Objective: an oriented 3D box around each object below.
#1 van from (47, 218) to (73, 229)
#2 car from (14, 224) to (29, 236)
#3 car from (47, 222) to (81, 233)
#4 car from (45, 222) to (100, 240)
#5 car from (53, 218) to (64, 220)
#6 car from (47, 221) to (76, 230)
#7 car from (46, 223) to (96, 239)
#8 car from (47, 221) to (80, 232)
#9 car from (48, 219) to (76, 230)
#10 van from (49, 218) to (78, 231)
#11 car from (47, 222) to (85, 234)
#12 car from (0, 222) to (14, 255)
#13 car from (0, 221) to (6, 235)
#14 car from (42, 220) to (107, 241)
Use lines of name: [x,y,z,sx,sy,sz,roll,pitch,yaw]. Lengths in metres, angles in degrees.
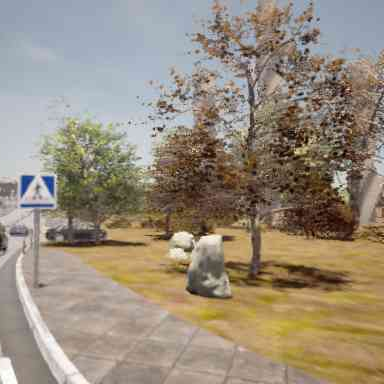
van: [-24.988,5.980,63.108,4.442,1.987,1.878,1,-4,-23]
car: [-21.444,4.706,41.322,1.994,1.385,4.181,1,-5,-23]
car: [-19.455,5.299,50.509,4.792,1.488,2.163,1,-4,-23]
car: [-11.793,3.803,32.871,4.892,1.521,2.231,1,-5,-23]
car: [-16.185,4.537,42.946,4.553,1.767,2.185,1,-5,-23]
car: [-23.792,6.028,60.610,4.892,1.521,2.231,1,-4,-23]
car: [-12.859,4.053,35.395,4.792,1.488,2.163,1,-5,-23]
car: [-20.489,5.492,53.053,4.792,1.488,2.163,1,-4,-23]
car: [-22.777,5.727,58.202,4.553,1.767,2.185,1,-4,-23]
van: [-21.502,5.432,55.626,4.442,1.987,1.878,1,-4,-23]
car: [-17.249,4.906,45.472,4.674,1.452,2.002,1,-5,-23]
car: [-11.328,2.617,18.292,2.128,1.511,4.902,1,-5,-24]
car: [-26.632,4.847,45.047,2.097,1.767,4.553,1,-5,-23]
car: [-9.627,3.356,27.826,4.892,1.521,2.231,1,-5,-23]
